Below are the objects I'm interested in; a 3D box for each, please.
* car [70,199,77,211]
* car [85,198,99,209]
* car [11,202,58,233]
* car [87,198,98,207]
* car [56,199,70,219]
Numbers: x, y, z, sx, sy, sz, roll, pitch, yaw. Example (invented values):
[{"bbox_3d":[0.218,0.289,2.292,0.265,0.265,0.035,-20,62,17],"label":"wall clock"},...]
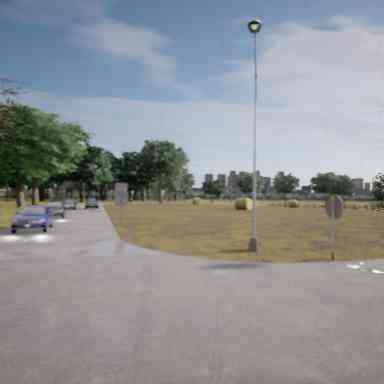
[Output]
[{"bbox_3d":[-16.380,1.681,44.209,2.128,1.511,4.902,1,-1,-16],"label":"car"},{"bbox_3d":[-14.831,1.815,49.371,1.994,1.385,4.181,1,-1,-16],"label":"car"},{"bbox_3d":[-9.468,1.551,20.016,1.812,1.442,4.674,1,0,-17],"label":"car"},{"bbox_3d":[-18.014,1.874,60.191,1.837,1.490,4.892,1,-1,-16],"label":"car"},{"bbox_3d":[-12.368,1.611,30.038,1.812,1.442,4.674,1,-1,-17],"label":"car"}]
